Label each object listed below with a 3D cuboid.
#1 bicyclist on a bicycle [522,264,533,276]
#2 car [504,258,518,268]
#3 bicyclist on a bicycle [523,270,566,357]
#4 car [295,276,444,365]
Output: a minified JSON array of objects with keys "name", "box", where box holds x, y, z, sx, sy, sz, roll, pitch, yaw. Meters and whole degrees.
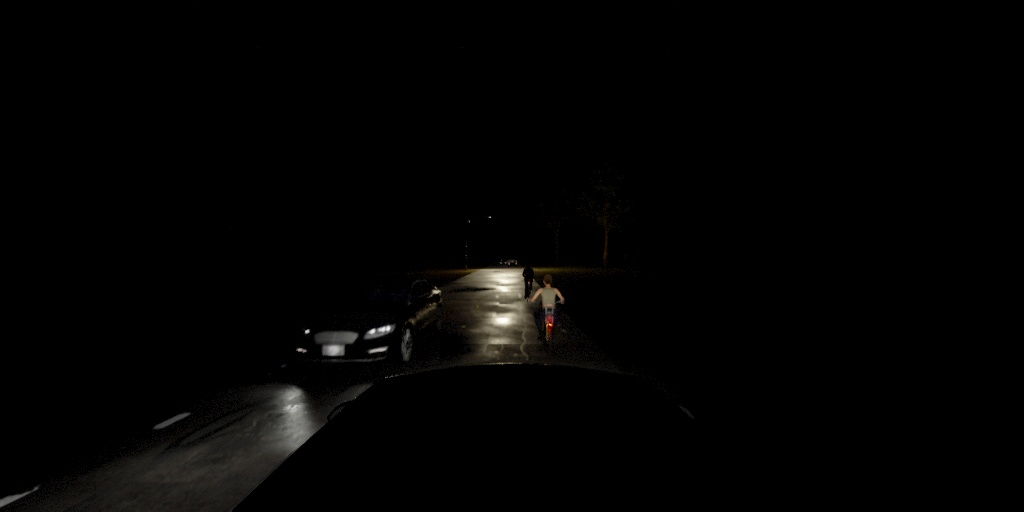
[{"name":"bicyclist on a bicycle","box":[0.760,1.209,16.602,0.582,1.620,1.656,0,0,0]},{"name":"car","box":[0.110,1.349,62.243,1.895,1.301,4.718,0,0,0]},{"name":"bicyclist on a bicycle","box":[0.747,1.189,7.590,0.866,1.612,1.509,0,0,0]},{"name":"car","box":[-2.843,1.243,8.204,2.128,1.511,4.902,0,0,1]}]
